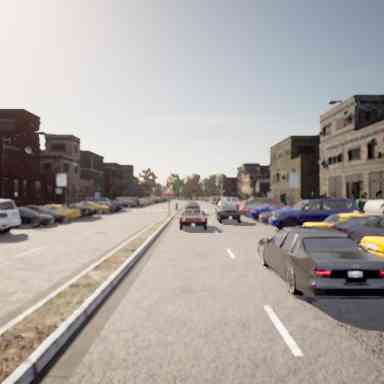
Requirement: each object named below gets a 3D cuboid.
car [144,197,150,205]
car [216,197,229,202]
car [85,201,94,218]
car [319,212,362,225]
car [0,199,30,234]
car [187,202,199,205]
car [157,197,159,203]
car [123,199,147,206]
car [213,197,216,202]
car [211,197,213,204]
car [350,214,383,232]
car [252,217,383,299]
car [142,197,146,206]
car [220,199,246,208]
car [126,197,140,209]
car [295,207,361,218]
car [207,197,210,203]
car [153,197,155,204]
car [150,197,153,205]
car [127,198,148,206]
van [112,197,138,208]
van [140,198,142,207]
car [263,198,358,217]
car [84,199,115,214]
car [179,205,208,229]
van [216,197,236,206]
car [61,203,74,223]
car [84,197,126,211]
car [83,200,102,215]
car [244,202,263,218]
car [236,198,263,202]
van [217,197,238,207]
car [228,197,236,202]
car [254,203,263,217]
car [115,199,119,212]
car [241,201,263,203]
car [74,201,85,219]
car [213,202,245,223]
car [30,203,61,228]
[{"bbox_3d":[-12.443,2.346,71.632,5.366,1.575,1.946,0,-1,0],"label":"car"},{"bbox_3d":[7.633,1.988,59.354,5.566,2.045,2.435,0,-1,0],"label":"car"},{"bbox_3d":[-12.668,1.895,32.729,4.792,1.488,2.163,0,-1,0],"label":"car"},{"bbox_3d":[7.676,1.642,12.478,4.792,1.488,2.163,0,-1,0],"label":"car"},{"bbox_3d":[-12.708,1.438,18.838,5.566,2.045,2.435,0,-1,0],"label":"car"},{"bbox_3d":[0.087,2.005,41.473,1.837,1.490,4.892,1,0,0],"label":"car"},{"bbox_3d":[-12.625,2.628,93.863,4.892,1.521,2.231,0,-1,0],"label":"car"},{"bbox_3d":[-12.623,2.382,74.411,5.008,1.535,2.097,0,-1,0],"label":"car"},{"bbox_3d":[7.626,2.084,67.628,5.566,2.045,2.435,0,-1,0],"label":"car"},{"bbox_3d":[7.585,2.499,78.655,4.674,1.452,2.002,0,-1,0],"label":"car"},{"bbox_3d":[7.835,1.578,9.722,5.366,1.575,1.946,0,-1,0],"label":"car"},{"bbox_3d":[3.107,1.639,8.836,2.033,1.411,5.357,0,-1,0],"label":"car"},{"bbox_3d":[-12.630,2.357,68.852,4.674,1.452,2.002,0,-1,0],"label":"car"},{"bbox_3d":[7.633,2.144,61.988,4.553,1.767,2.185,0,-1,0],"label":"car"},{"bbox_3d":[-12.620,2.218,60.515,4.892,1.521,2.231,0,-1,0],"label":"car"},{"bbox_3d":[7.830,1.641,15.236,5.366,1.575,1.946,0,-1,0],"label":"car"},{"bbox_3d":[7.603,2.378,92.444,5.566,2.045,2.435,0,-1,0],"label":"car"},{"bbox_3d":[-12.598,2.390,85.527,4.553,1.767,2.185,0,-1,0],"label":"car"},{"bbox_3d":[-12.625,2.448,79.971,5.008,1.535,2.097,0,-1,0],"label":"car"},{"bbox_3d":[-12.660,2.289,77.191,4.553,1.767,2.185,0,-1,0],"label":"car"},{"bbox_3d":[-12.744,2.025,63.297,4.442,1.987,1.878,0,-1,0],"label":"van"},{"bbox_3d":[-12.744,2.058,66.076,4.442,1.987,1.878,0,-1,0],"label":"van"},{"bbox_3d":[7.611,1.462,20.751,5.566,2.045,2.435,0,-1,0],"label":"car"},{"bbox_3d":[-12.630,1.974,41.059,5.008,1.535,2.097,0,-1,0],"label":"car"},{"bbox_3d":[0.089,1.874,23.736,1.895,1.301,4.718,0,-1,0],"label":"car"},{"bbox_3d":[7.707,2.201,75.901,4.442,1.987,1.878,0,-1,0],"label":"van"},{"bbox_3d":[-12.626,1.822,27.171,4.792,1.488,2.163,0,-1,0],"label":"car"},{"bbox_3d":[-12.597,1.794,46.621,5.566,2.045,2.435,0,-1,0],"label":"car"},{"bbox_3d":[-12.636,1.900,35.384,5.008,1.535,2.097,0,-1,0],"label":"car"},{"bbox_3d":[7.627,1.905,31.775,4.674,1.452,2.002,0,-1,0],"label":"car"},{"bbox_3d":[7.593,1.820,37.293,4.553,1.767,2.185,0,-1,0],"label":"car"},{"bbox_3d":[7.478,2.140,70.386,4.442,1.987,1.878,0,-1,0],"label":"van"},{"bbox_3d":[7.594,1.733,40.052,5.566,2.045,2.435,0,-1,0],"label":"car"},{"bbox_3d":[7.637,1.827,26.261,4.674,1.452,2.002,0,-1,0],"label":"car"},{"bbox_3d":[-12.618,2.010,43.839,4.892,1.521,2.231,0,-1,0],"label":"car"},{"bbox_3d":[7.624,1.948,34.663,4.674,1.452,2.002,0,-1,0],"label":"car"},{"bbox_3d":[-12.832,1.826,29.952,5.366,1.575,1.946,0,-1,0],"label":"car"},{"bbox_3d":[3.092,1.852,29.071,1.837,1.490,4.892,0,-1,0],"label":"car"},{"bbox_3d":[-12.635,1.787,24.394,4.792,1.488,2.163,0,-1,0],"label":"car"}]
